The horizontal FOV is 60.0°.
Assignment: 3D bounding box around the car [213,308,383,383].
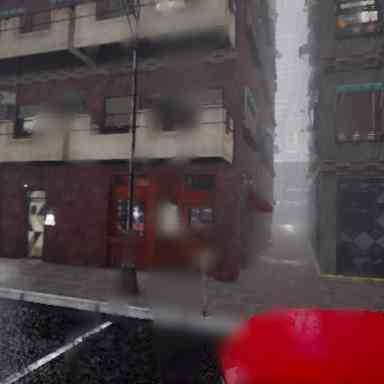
[{"bbox_3d":[2.781,1.448,1.911,5.566,2.045,2.150,1,-3,18],"label":"car"}]
